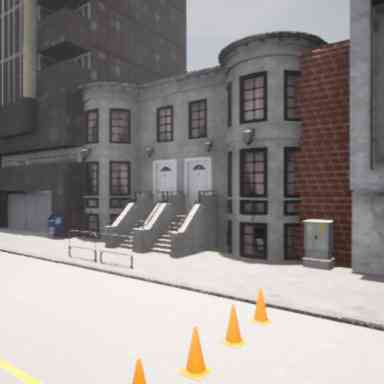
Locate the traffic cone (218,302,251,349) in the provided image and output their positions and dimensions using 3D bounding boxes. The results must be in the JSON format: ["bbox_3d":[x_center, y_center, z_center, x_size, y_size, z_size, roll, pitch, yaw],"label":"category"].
[{"bbox_3d":[0.615,1.959,4.994,0.340,0.580,0.340,0,0,35],"label":"traffic cone"}]

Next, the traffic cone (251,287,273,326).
[{"bbox_3d":[1.191,1.960,5.811,0.340,0.580,0.340,0,0,35],"label":"traffic cone"}]

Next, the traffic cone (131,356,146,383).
[{"bbox_3d":[-0.538,1.958,3.360,0.340,0.580,0.340,0,0,35],"label":"traffic cone"}]

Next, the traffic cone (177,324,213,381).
[{"bbox_3d":[0.038,1.959,4.177,0.340,0.580,0.340,0,0,35],"label":"traffic cone"}]
